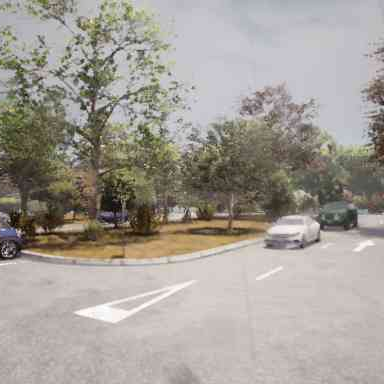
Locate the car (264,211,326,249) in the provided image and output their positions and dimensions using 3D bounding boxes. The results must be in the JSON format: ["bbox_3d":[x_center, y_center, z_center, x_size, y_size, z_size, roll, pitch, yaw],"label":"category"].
[{"bbox_3d":[5.246,1.950,17.048,1.812,1.442,4.674,-4,-3,33],"label":"car"}]

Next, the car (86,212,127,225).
[{"bbox_3d":[-9.302,2.891,36.589,1.895,1.301,4.718,-4,-3,35],"label":"car"}]

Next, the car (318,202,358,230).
[{"bbox_3d":[11.299,1.797,25.801,2.150,2.045,5.566,-4,-3,35],"label":"car"}]

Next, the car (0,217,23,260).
[{"bbox_3d":[-8.789,1.707,12.123,2.185,1.767,4.553,-1,-2,35],"label":"car"}]
